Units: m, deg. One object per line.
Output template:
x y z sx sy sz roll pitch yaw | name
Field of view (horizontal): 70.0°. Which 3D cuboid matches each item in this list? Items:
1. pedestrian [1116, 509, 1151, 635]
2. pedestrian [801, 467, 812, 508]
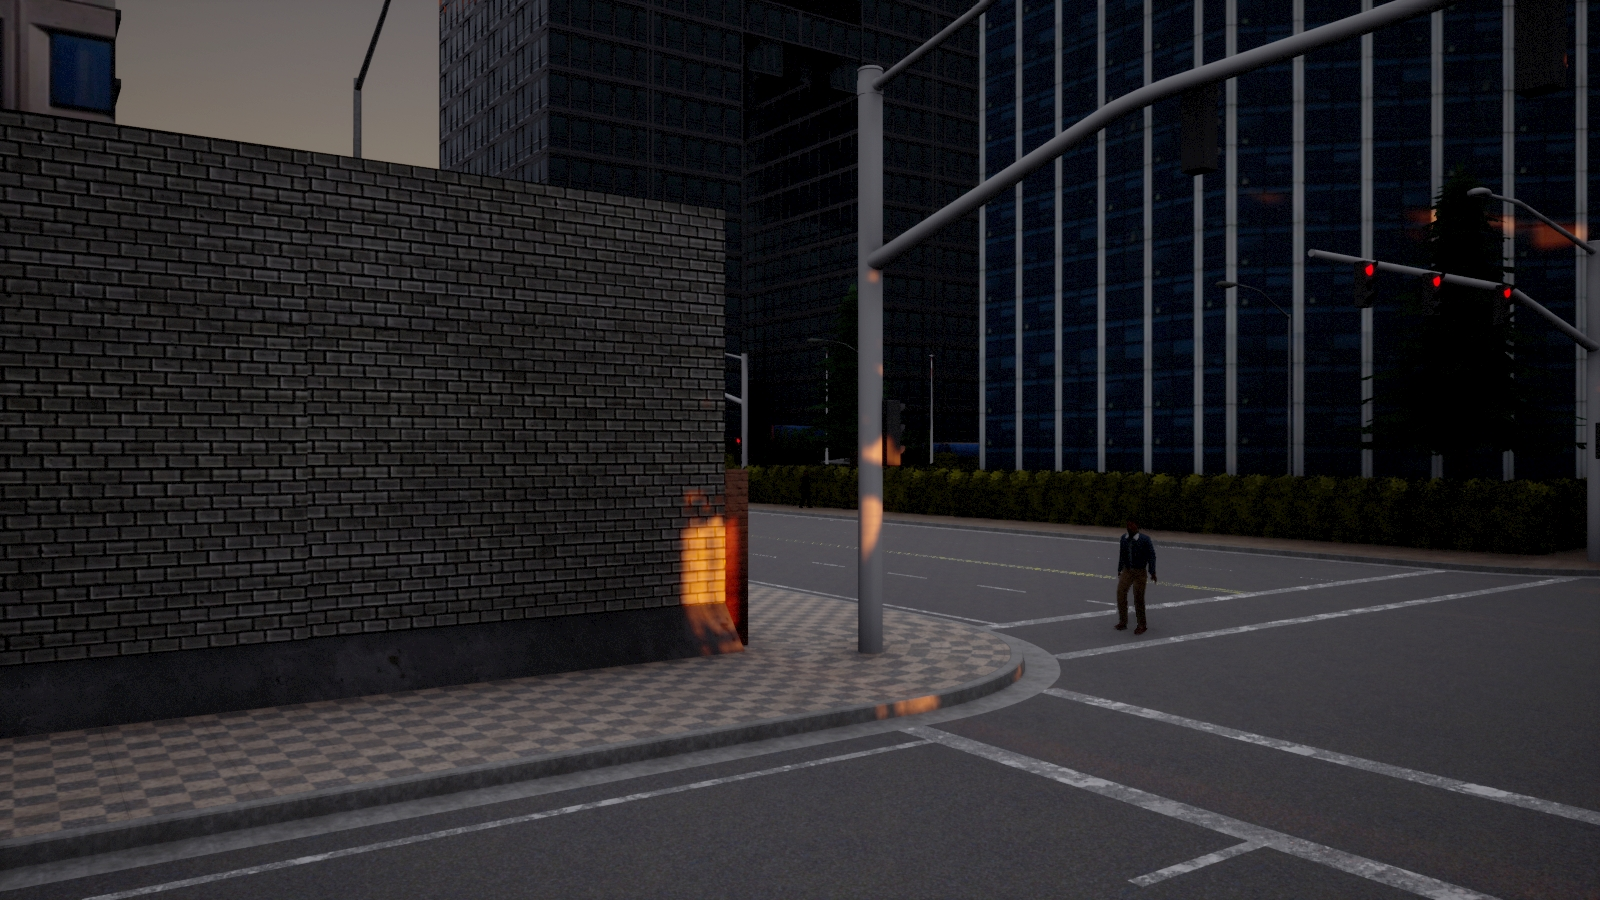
5.090 1.846 17.428 0.375 1.860 0.375 0 0 -43 | pedestrian
0.282 1.698 51.751 0.375 1.860 0.375 0 0 -32 | pedestrian
